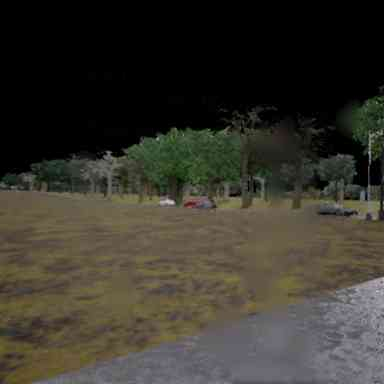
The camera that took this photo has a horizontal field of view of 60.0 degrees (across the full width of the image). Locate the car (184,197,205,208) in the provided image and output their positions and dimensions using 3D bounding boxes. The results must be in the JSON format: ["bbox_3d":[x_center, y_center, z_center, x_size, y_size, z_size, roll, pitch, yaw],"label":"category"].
[{"bbox_3d":[0.688,1.998,61.819,2.150,2.045,5.566,3,-2,-35],"label":"car"}]

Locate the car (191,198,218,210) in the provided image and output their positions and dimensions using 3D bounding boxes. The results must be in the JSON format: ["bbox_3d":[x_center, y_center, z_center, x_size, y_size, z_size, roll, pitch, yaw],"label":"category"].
[{"bbox_3d":[2.335,2.141,53.312,1.994,1.385,4.181,3,-2,-35],"label":"car"}]

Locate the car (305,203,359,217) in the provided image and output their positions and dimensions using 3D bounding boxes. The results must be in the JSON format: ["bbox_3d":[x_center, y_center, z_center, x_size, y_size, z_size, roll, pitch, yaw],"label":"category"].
[{"bbox_3d":[14.877,1.903,35.698,2.033,1.411,5.357,3,-2,-35],"label":"car"}]

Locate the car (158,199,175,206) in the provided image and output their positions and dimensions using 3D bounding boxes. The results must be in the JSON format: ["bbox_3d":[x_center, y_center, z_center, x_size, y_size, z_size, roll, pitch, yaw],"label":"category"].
[{"bbox_3d":[-5.345,2.202,70.274,1.812,1.442,4.674,3,-2,-35],"label":"car"}]
